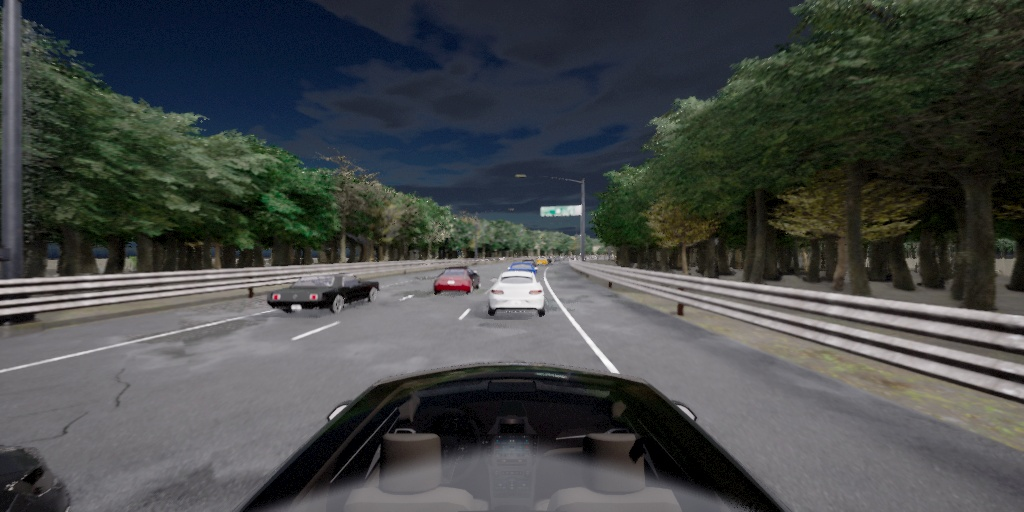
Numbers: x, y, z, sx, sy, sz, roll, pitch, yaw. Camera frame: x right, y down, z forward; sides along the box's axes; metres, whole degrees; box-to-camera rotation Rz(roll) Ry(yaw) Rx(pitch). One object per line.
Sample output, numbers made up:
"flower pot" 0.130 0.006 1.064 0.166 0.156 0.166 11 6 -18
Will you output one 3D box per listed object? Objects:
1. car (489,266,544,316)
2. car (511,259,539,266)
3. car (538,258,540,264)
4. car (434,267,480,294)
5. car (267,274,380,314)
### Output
"car" 0.198 1.259 13.256 1.812 1.442 4.674 0 0 2
"car" 0.707 1.187 24.731 1.882 1.535 5.008 0 0 3
"car" 1.942 1.174 40.383 1.837 1.490 4.892 0 0 6
"car" -2.949 1.277 19.934 1.994 1.385 4.181 0 0 3
"car" -6.714 1.318 13.507 1.895 1.301 4.718 0 0 2
